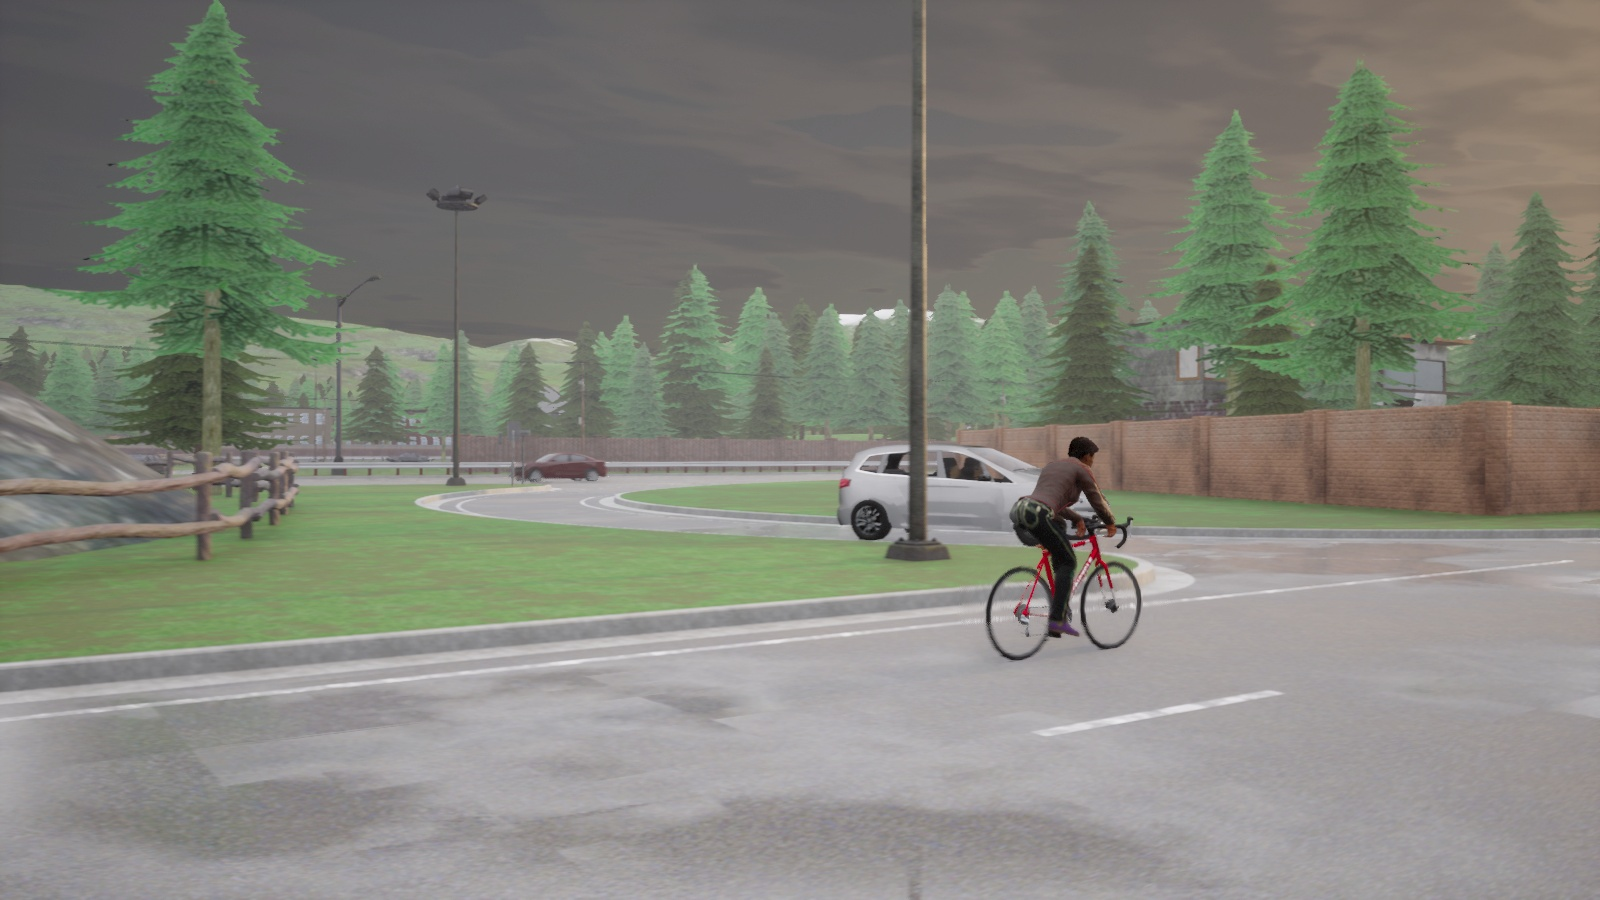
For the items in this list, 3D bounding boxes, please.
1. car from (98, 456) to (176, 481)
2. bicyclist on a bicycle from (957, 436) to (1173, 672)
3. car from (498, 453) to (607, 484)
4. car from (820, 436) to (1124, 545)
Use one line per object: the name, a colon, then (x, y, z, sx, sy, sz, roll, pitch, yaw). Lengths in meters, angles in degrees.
car: (-39.061, 1.057, 74.169, 2.033, 1.411, 5.357, 0, 0, -3)
bicyclist on a bicycle: (1.983, 0.716, 9.303, 1.656, 1.620, 0.582, 0, 0, -35)
car: (-12.359, 0.902, 62.874, 5.008, 1.535, 1.882, 0, 0, -35)
car: (2.900, 0.636, 21.370, 4.611, 1.667, 2.242, 0, 0, 30)
